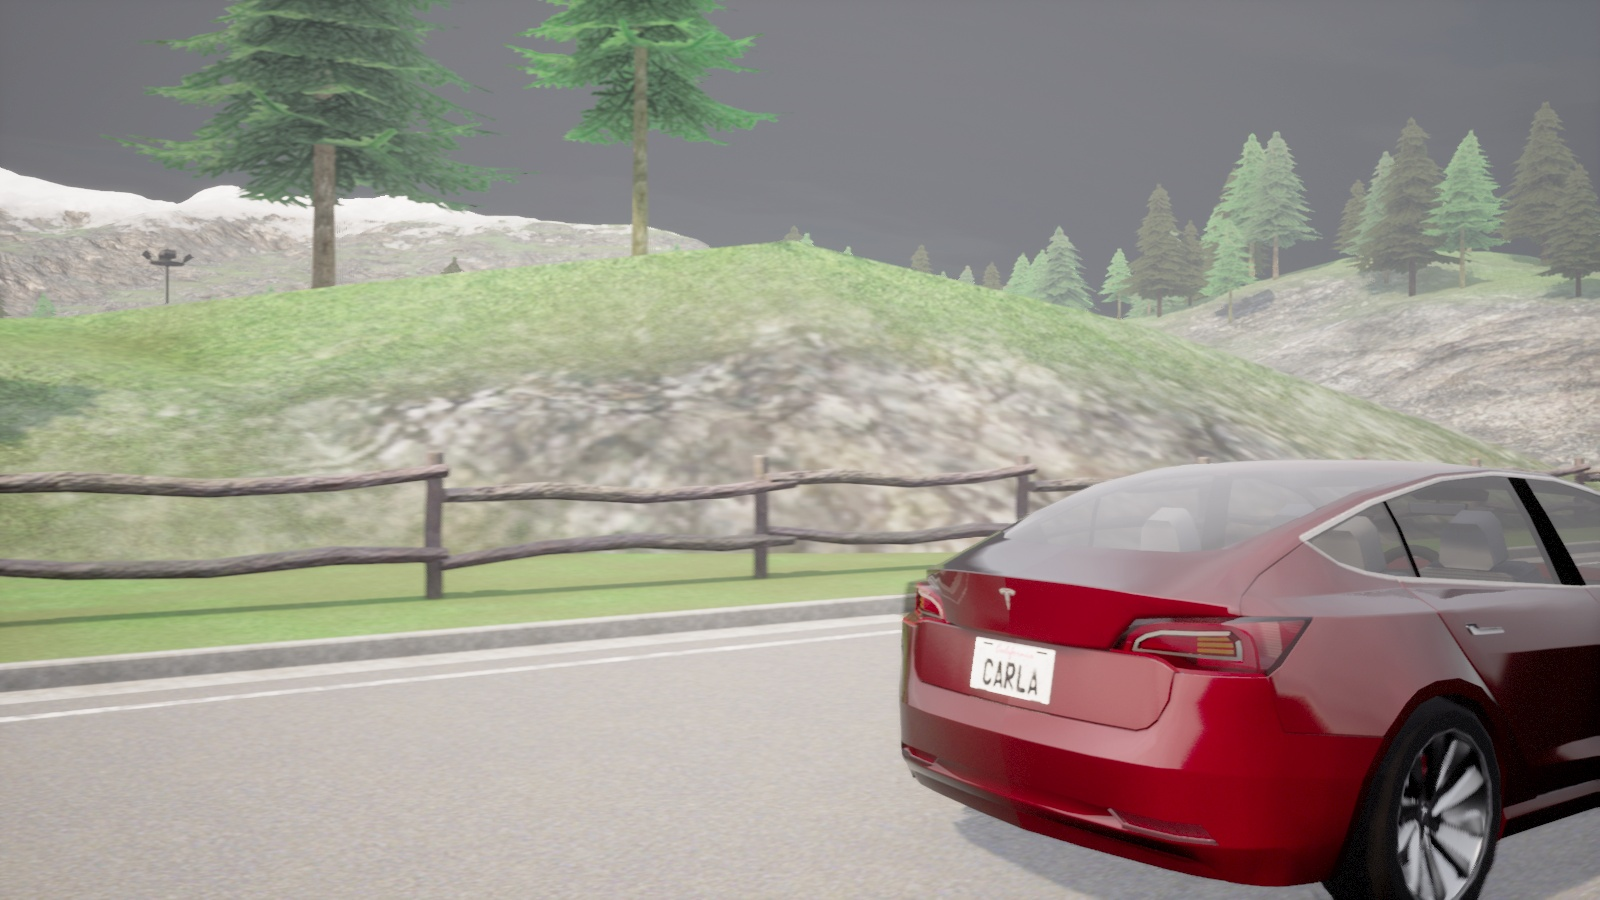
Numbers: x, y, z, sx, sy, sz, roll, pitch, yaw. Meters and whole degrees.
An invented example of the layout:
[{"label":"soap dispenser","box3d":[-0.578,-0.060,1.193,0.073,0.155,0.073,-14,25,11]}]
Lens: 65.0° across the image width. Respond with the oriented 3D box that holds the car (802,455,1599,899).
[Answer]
[{"label":"car","box3d":[2.592,0.766,5.462,4.792,1.488,2.163,0,0,-35]}]
